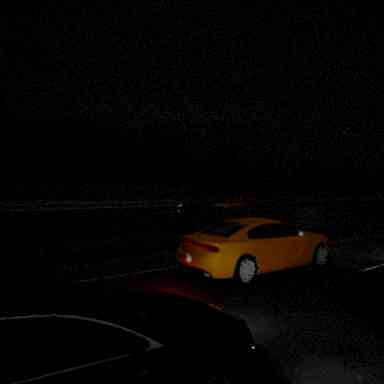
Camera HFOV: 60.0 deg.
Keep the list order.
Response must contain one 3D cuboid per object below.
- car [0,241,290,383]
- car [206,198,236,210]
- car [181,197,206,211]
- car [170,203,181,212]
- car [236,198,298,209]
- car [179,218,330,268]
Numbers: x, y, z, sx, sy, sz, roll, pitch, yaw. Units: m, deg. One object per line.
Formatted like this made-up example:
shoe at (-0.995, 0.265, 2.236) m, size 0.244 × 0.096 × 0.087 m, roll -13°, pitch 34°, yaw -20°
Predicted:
car at (-1.534, 1.507, 2.773) m, size 4.892 × 1.490 × 1.837 m, roll 0°, pitch 0°, yaw -35°
car at (3.987, 1.181, 28.200) m, size 5.008 × 1.535 × 1.882 m, roll 0°, pitch 0°, yaw -35°
car at (1.957, 1.140, 31.051) m, size 5.357 × 1.411 × 2.033 m, roll 0°, pitch 0°, yaw -35°
car at (-0.053, 1.349, 33.916) m, size 4.553 × 1.767 × 2.097 m, roll 0°, pitch 0°, yaw -35°
car at (6.018, 1.268, 25.350) m, size 5.008 × 1.535 × 1.882 m, roll 0°, pitch 0°, yaw -35°
car at (1.939, 1.475, 9.548) m, size 5.008 × 1.535 × 1.882 m, roll 0°, pitch 0°, yaw -35°
